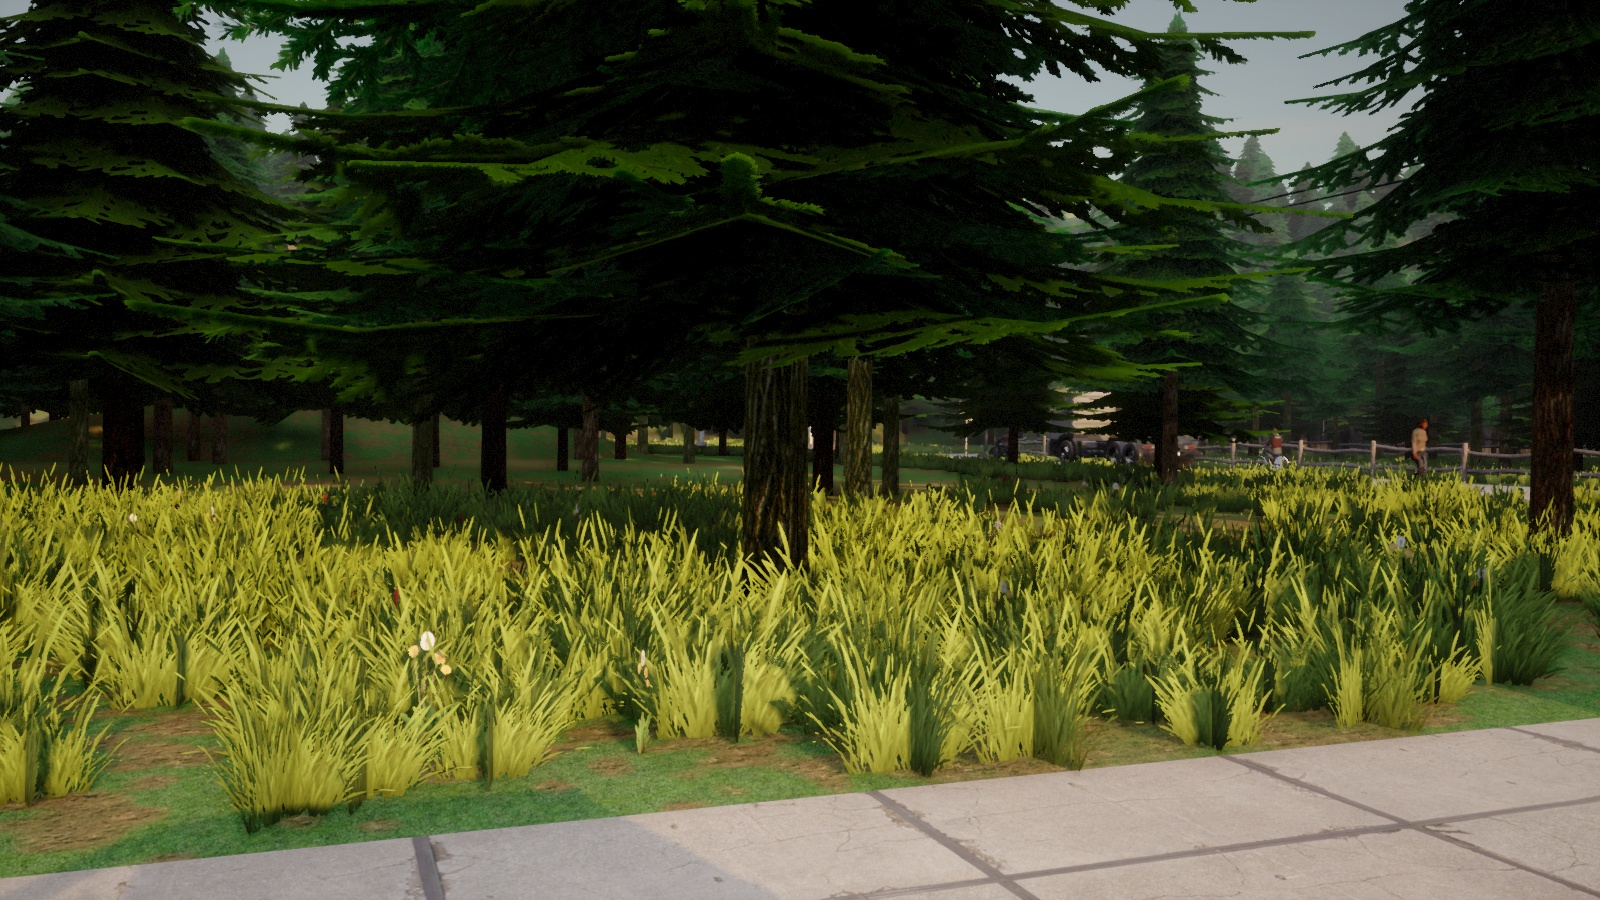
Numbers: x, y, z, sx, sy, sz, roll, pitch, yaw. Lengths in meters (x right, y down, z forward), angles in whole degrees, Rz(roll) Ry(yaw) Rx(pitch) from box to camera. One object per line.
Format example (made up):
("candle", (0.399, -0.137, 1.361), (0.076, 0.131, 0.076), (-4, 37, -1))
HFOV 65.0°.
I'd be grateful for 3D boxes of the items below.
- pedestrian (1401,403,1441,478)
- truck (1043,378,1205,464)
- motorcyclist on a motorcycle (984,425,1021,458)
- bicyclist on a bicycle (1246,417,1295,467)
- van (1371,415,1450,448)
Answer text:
("pedestrian", (15.126, -0.238, 30.593), (0.328, 1.805, 0.869), (-1, 1, -19))
("truck", (13.989, -1.255, 54.967), (2.891, 3.462, 7.936), (-1, 1, -20))
("motorcyclist on a motorcycle", (10.435, -0.444, 64.694), (0.766, 1.649, 2.350), (-1, 1, -22))
("bicyclist on a bicycle", (17.211, -0.292, 45.961), (0.659, 1.776, 1.843), (-1, 1, -20))
("van", (38.892, -1.172, 80.039), (4.442, 1.987, 1.775), (0, 1, 26))
